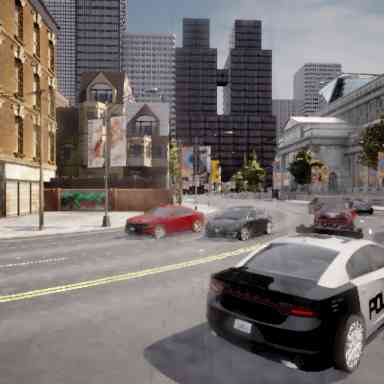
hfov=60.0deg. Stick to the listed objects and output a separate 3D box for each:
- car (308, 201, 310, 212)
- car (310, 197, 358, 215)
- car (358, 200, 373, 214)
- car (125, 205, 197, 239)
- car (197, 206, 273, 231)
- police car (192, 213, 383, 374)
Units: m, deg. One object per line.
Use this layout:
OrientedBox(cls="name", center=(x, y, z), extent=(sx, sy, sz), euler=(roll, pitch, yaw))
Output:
OrientedBox(cls="car", center=(13.517, 1.333, 34.878), extent=(2.097, 1.767, 4.553), euler=(0, 0, 10))
OrientedBox(cls="car", center=(8.724, 1.341, 20.196), extent=(2.097, 1.767, 4.553), euler=(0, 0, 27))
OrientedBox(cls="car", center=(16.942, 1.549, 34.172), extent=(1.994, 1.385, 4.181), euler=(0, 0, 10))
OrientedBox(cls="car", center=(-1.286, 1.463, 17.469), extent=(1.882, 1.535, 5.008), euler=(0, 0, 37))
OrientedBox(cls="car", center=(2.502, 1.494, 16.725), extent=(1.837, 1.490, 4.892), euler=(0, 0, 35))
OrientedBox(cls="police car", center=(2.467, 1.422, 5.865), extent=(5.238, 1.638, 1.930), euler=(0, 0, -44))
